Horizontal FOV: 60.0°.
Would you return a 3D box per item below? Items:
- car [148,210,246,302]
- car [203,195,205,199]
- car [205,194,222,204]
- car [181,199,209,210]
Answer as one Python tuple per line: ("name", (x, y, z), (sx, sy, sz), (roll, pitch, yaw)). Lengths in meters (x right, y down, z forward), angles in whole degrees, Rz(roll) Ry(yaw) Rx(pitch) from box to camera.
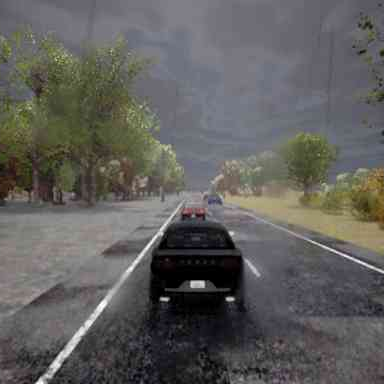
("car", (0.098, 1.434, 8.224), (1.882, 1.535, 5.008), (0, 0, 0))
("car", (3.512, 1.125, 73.152), (1.837, 1.490, 4.892), (0, 0, 0))
("car", (3.608, 1.072, 54.205), (2.097, 1.767, 4.553), (0, 0, 0))
("car", (0.102, 1.462, 26.591), (1.895, 1.301, 4.718), (0, 0, 0))
